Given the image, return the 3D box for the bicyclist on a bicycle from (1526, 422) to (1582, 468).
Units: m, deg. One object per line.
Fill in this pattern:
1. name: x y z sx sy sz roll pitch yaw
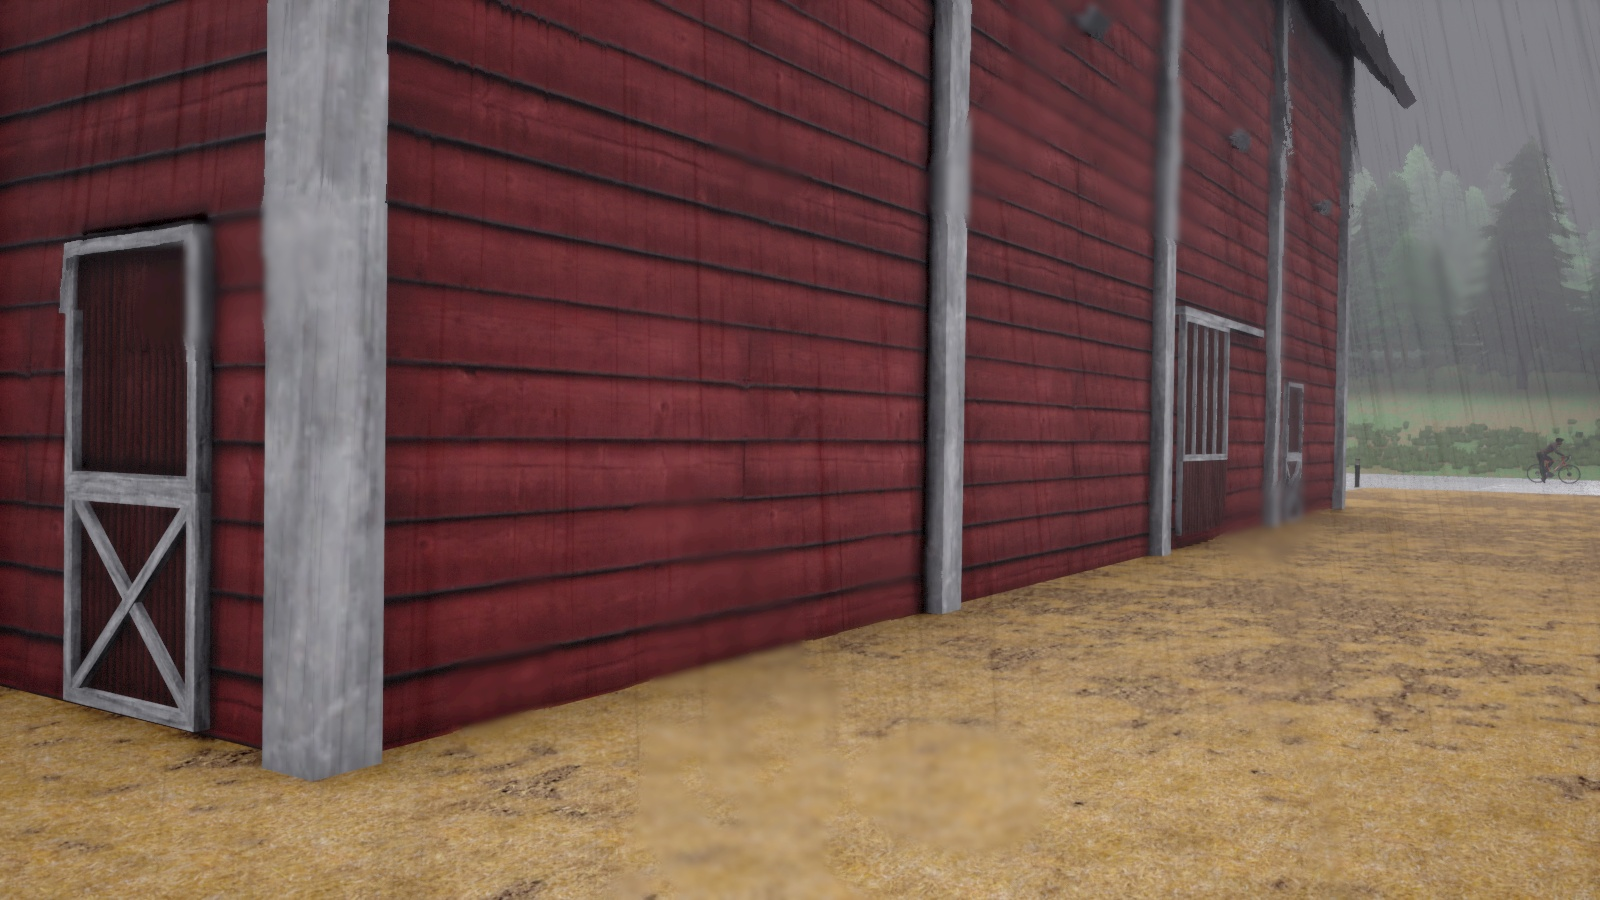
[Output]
1. bicyclist on a bicycle: 26.668 -0.193 44.434 1.656 1.620 0.582 1 1 34
